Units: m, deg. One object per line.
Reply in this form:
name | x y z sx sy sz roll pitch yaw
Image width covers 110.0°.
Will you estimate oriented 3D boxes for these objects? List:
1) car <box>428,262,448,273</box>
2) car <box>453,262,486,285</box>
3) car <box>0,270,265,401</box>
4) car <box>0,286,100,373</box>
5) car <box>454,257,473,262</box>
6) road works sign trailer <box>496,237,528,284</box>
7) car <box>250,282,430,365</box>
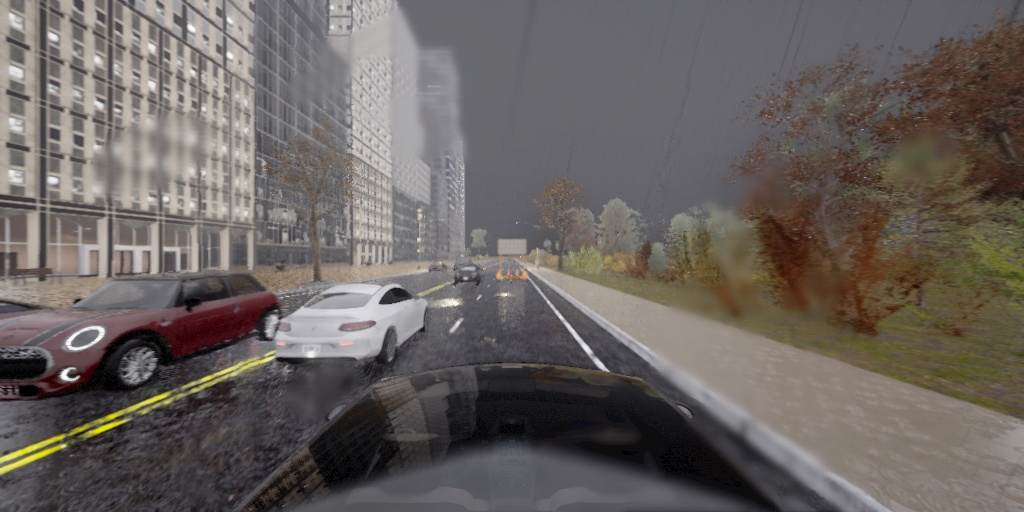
car | -9.815 1.487 47.709 1.994 1.385 4.181 0 0 0
car | -3.148 1.367 26.678 1.812 1.442 4.674 0 0 0
car | -6.596 1.120 6.758 2.097 1.767 4.553 0 0 0
car | -9.847 1.328 5.616 1.994 1.385 4.181 0 0 0
car | -6.563 1.149 48.871 2.150 2.045 5.566 0 0 0
road works sign trailer | 0.003 0.312 28.342 2.380 3.560 2.880 0 0 0
car | -3.149 1.298 7.940 1.812 1.442 4.674 0 0 0
